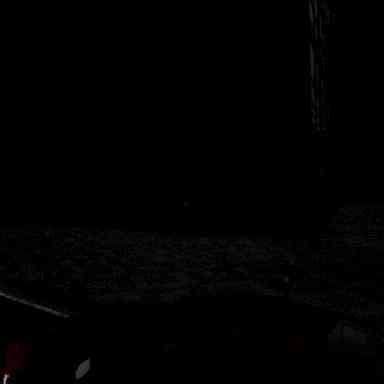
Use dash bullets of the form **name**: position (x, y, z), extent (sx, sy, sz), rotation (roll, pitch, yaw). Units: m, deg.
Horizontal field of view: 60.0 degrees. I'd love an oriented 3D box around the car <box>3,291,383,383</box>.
- **car**: position (0.182, 1.557, 2.726), extent (4.507, 1.381, 1.887), rotation (-1, -1, 35)
